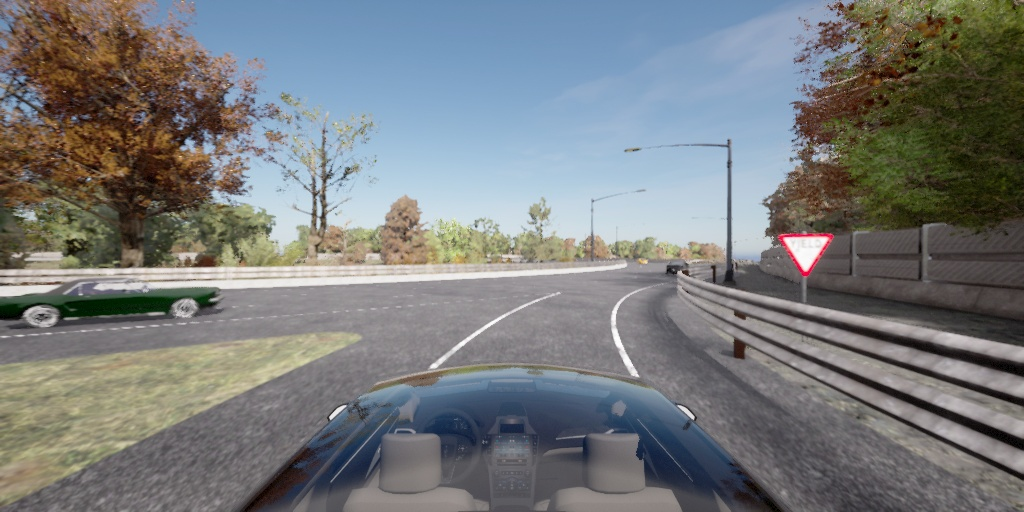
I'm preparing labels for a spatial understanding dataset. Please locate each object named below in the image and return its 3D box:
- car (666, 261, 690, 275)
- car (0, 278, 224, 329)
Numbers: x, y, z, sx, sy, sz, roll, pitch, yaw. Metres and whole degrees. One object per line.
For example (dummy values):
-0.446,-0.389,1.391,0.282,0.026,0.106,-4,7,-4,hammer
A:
18.436,1.303,39.623,1.882,1.535,5.008,0,0,36,car
-11.931,1.314,11.066,4.718,1.301,1.895,0,0,-33,car
